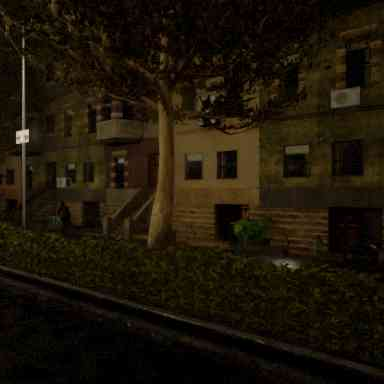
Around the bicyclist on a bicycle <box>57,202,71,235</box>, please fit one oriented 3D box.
[{"bbox_3d":[-6.443,1.329,16.803,0.582,1.620,1.656,-7,8,-41],"label":"bicyclist on a bicycle"}]
